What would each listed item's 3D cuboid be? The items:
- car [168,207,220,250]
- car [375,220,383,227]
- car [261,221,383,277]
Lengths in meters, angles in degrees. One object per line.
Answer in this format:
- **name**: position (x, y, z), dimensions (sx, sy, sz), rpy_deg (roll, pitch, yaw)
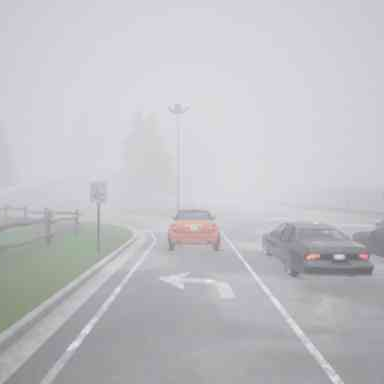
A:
- **car**: position (0.058, 1.473, 15.154), dimensions (2.097, 1.767, 4.553), rpy_deg (0, 0, 0)
- **car**: position (7.078, 1.632, 10.557), dimensions (2.033, 1.411, 5.357), rpy_deg (0, 0, 1)
- **car**: position (3.579, 1.632, 10.540), dimensions (2.033, 1.411, 5.357), rpy_deg (0, 0, 1)
